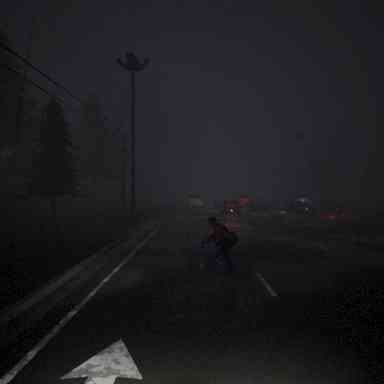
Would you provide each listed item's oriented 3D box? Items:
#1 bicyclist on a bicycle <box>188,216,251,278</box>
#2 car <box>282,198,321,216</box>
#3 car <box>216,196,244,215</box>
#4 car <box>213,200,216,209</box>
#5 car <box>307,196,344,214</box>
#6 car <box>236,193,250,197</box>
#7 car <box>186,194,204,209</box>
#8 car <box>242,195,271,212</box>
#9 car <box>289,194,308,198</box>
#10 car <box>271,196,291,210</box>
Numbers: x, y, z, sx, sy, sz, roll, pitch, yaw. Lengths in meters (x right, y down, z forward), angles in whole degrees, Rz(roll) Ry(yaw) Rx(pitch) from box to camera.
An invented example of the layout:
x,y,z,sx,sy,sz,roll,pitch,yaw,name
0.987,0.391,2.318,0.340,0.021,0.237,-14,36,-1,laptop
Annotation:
x,y,z,sx,sy,sz,roll,pitch,yaw,name
0.706,1.455,8.644,1.656,1.620,0.582,-2,0,0,bicyclist on a bicycle
10.791,1.564,33.182,1.994,1.385,4.181,0,0,0,car
3.797,1.505,34.069,1.837,1.490,4.892,0,0,0,car
3.836,1.547,44.413,2.033,1.411,5.357,0,0,1,car
14.305,1.492,35.320,2.128,1.511,4.902,0,0,0,car
7.364,1.221,48.333,2.150,2.045,5.566,0,0,1,car
0.356,1.221,44.604,2.150,2.045,5.566,0,0,1,car
7.323,1.478,38.320,1.882,1.535,5.008,0,0,1,car
14.355,1.221,45.568,2.150,2.045,5.566,0,0,0,car
10.831,1.547,43.254,2.033,1.411,5.357,0,0,0,car
